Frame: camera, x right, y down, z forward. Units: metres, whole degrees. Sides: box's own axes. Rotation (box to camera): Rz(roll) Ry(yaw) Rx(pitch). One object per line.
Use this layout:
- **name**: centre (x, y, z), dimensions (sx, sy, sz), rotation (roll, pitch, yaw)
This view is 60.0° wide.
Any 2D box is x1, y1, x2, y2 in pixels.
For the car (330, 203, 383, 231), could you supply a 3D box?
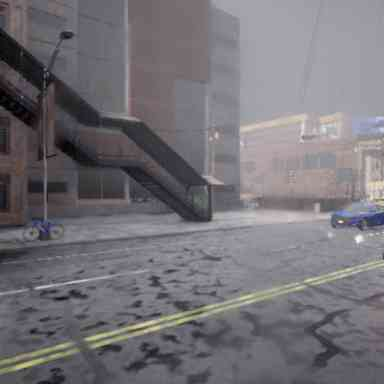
- **car**: centre (10.473, 1.428, 20.360), dimensions (5.008, 1.535, 1.882), rotation (0, 0, -36)

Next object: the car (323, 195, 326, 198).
- **car**: centre (29.552, 1.280, 77.742), dimensions (3.806, 1.475, 1.970), rotation (0, 0, -37)
